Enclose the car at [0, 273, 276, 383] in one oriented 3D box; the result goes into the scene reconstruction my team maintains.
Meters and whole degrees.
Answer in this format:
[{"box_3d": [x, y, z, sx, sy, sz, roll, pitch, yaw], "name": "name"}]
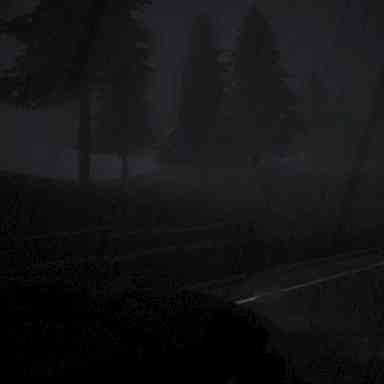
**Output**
[{"box_3d": [-1.430, 1.476, 2.768, 5.008, 1.535, 1.882, 0, 0, -35], "name": "car"}]
